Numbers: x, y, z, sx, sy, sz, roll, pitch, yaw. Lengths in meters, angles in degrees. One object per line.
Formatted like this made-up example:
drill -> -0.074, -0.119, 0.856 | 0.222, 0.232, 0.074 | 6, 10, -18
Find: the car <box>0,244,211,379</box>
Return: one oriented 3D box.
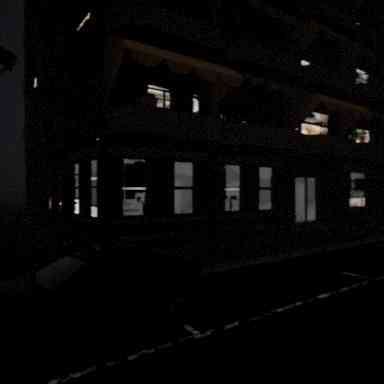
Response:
car -> -1.588, 1.574, 5.422 | 4.206, 1.307, 1.802 | 0, 0, -35
